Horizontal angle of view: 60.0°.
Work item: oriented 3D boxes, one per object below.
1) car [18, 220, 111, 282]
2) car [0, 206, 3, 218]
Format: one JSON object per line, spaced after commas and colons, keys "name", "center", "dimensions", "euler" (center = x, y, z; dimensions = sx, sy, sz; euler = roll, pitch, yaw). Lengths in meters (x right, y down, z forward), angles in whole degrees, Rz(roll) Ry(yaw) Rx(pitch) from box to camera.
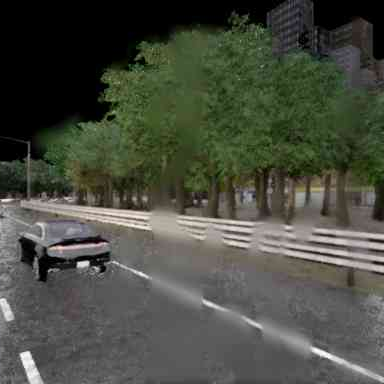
{"name": "car", "center": [-4.081, 1.601, 10.262], "dimensions": [2.128, 1.511, 4.902], "euler": [1, -1, -35]}
{"name": "car", "center": [-20.132, 1.869, 33.333], "dimensions": [1.812, 1.442, 4.674], "euler": [1, -1, -35]}
